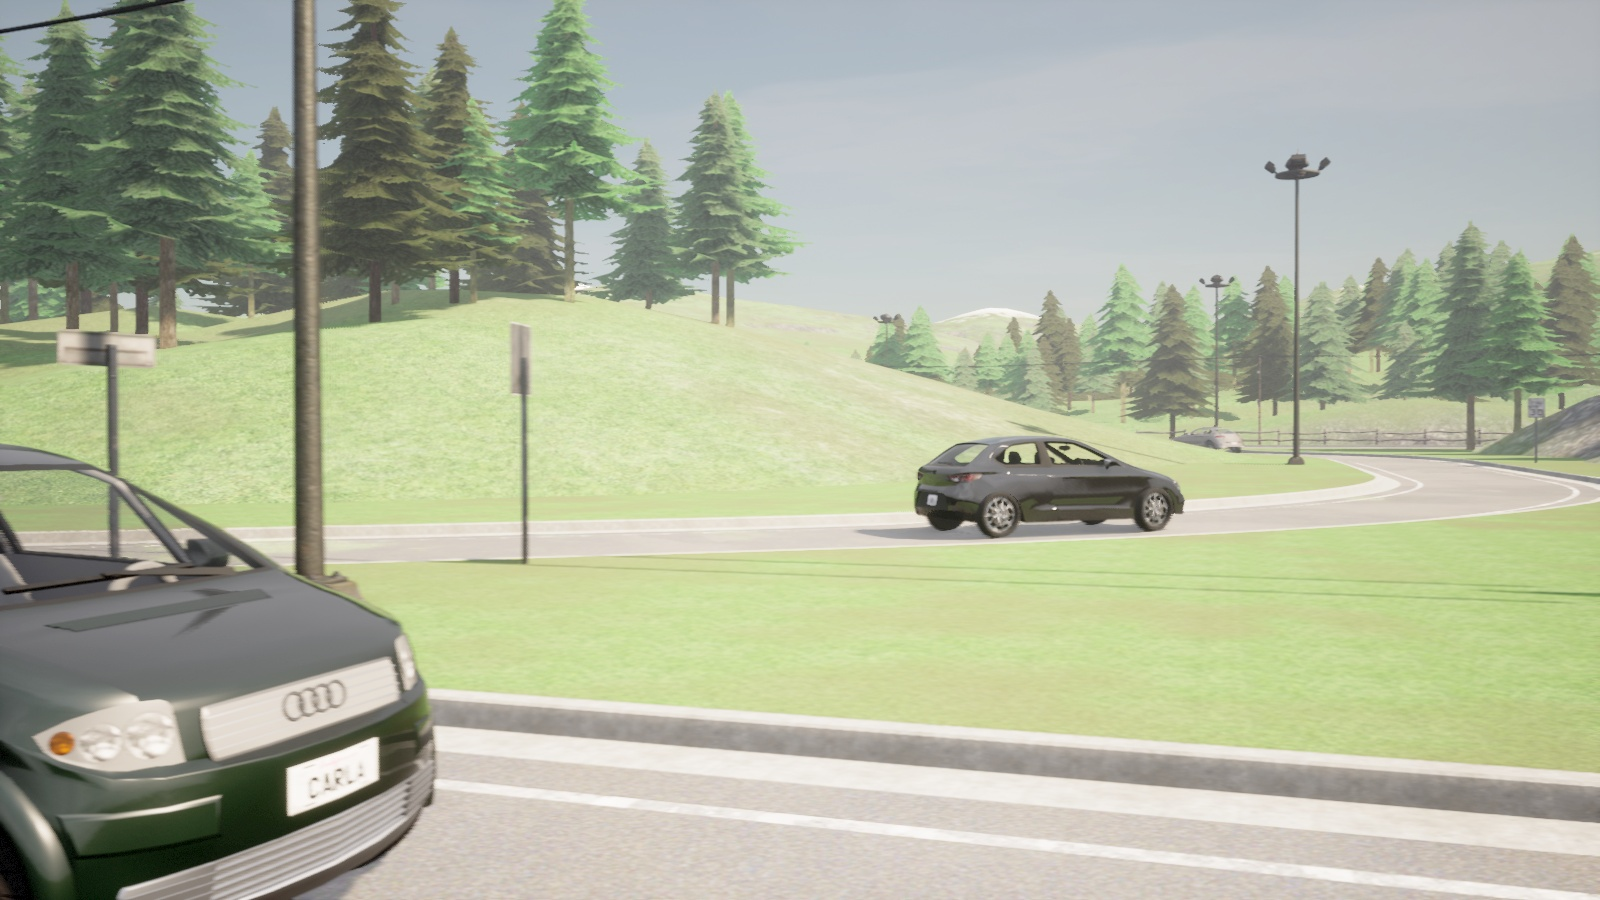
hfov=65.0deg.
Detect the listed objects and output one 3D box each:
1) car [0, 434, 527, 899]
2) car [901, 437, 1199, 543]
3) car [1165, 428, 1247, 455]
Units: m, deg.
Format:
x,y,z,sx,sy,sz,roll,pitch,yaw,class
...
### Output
x,y,z,sx,sy,sz,roll,pitch,yaw,class
-3.011,0.726,4.206,3.705,1.549,1.789,0,1,19,car
3.840,0.545,19.332,4.193,1.474,1.816,0,1,-23,car
25.350,-0.559,78.630,2.152,1.651,5.027,0,1,-21,car
